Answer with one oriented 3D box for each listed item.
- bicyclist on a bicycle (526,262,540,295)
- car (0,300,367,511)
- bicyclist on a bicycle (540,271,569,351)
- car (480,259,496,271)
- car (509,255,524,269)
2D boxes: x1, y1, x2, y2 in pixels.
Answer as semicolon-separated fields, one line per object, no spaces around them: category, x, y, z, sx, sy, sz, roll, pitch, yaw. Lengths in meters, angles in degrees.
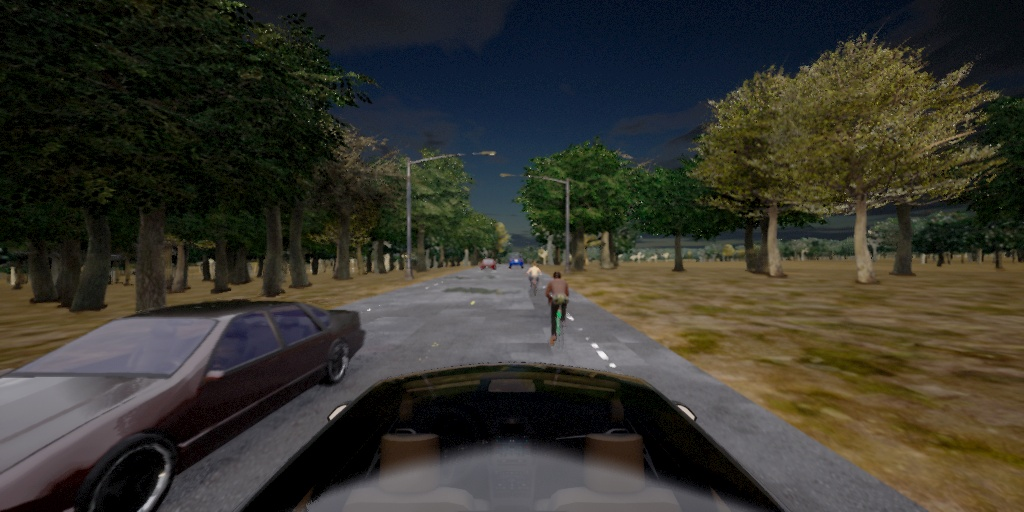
bicyclist on a bicycle;1.114;1.109;17.921;0.866;1.612;1.509;0;0;1
car;-3.582;1.285;4.232;2.033;1.411;5.357;0;0;1
bicyclist on a bicycle;1.019;1.171;7.942;0.582;1.620;1.656;0;0;1
car;-3.117;1.101;47.434;1.882;1.535;5.008;0;0;1
car;0.661;0.877;55.793;2.150;2.045;5.566;0;0;1
